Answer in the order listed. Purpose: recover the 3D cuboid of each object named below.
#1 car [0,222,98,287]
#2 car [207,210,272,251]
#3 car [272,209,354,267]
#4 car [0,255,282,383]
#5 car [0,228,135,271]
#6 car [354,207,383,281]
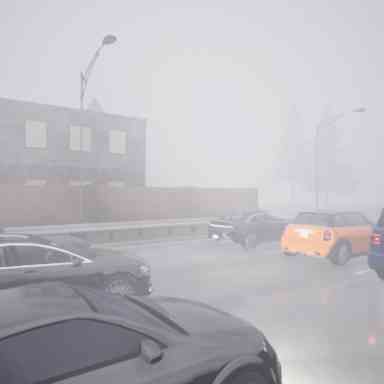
[{"bbox_3d":[-5.097,1.605,8.710,4.718,1.301,1.895,0,0,-36],"label":"car"},{"bbox_3d":[2.898,1.543,14.480,4.902,1.511,2.128,0,0,-35],"label":"car"},{"bbox_3d":[5.321,1.404,11.910,4.553,1.767,2.097,0,0,-35],"label":"car"},{"bbox_3d":[-1.132,1.567,2.941,4.181,1.385,1.994,0,0,-35],"label":"car"},{"bbox_3d":[-3.041,1.496,5.878,4.902,1.511,2.128,0,0,-36],"label":"car"},{"bbox_3d":[6.817,1.273,8.677,5.566,2.045,2.150,0,0,-35],"label":"car"}]
